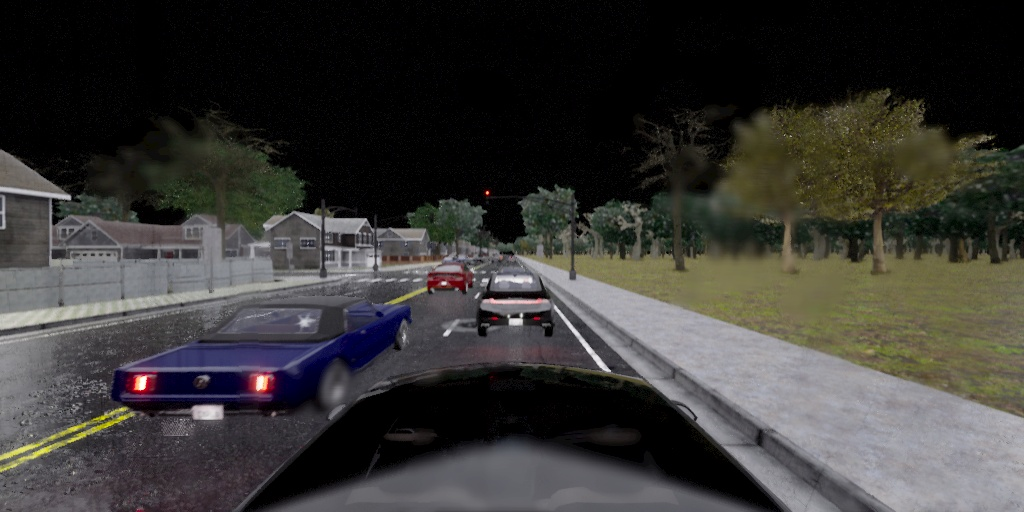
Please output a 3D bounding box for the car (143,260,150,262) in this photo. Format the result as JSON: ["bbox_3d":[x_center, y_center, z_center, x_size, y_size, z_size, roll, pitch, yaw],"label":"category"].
[{"bbox_3d":[-31.282,1.113,31.436,4.674,1.442,1.812,0,0,0],"label":"car"}]

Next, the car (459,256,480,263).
[{"bbox_3d":[-6.631,0.917,56.150,1.994,1.385,4.181,0,0,0],"label":"car"}]

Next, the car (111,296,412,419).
[{"bbox_3d":[-3.154,1.321,5.944,1.895,1.301,4.718,0,0,0],"label":"car"}]

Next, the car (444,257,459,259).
[{"bbox_3d":[-9.882,0.878,56.135,1.812,1.442,4.674,0,0,0],"label":"car"}]

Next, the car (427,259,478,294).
[{"bbox_3d":[-3.170,1.106,19.163,1.882,1.535,5.008,0,0,0],"label":"car"}]

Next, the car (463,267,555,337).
[{"bbox_3d":[0.087,1.183,10.084,2.128,1.511,4.902,0,0,0],"label":"car"}]
